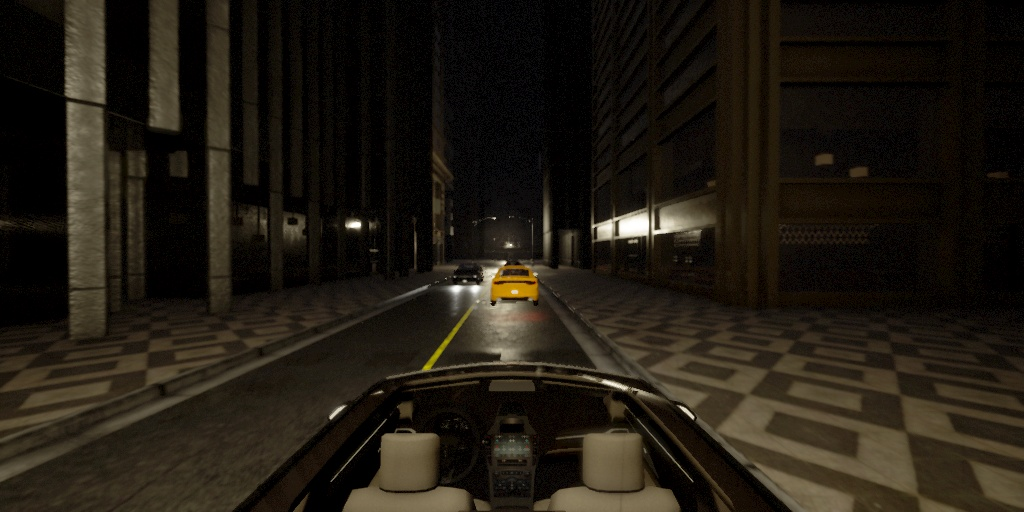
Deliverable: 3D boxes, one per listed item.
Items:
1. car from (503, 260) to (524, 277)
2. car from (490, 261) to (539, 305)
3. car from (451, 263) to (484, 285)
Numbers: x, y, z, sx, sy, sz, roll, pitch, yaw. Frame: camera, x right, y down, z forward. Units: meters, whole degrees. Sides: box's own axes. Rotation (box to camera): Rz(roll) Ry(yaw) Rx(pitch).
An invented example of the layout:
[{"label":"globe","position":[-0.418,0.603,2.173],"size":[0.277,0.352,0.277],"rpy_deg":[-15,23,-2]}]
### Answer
[{"label":"car","position":[0.107,1.145,33.783],"size":[1.812,1.442,4.674],"rpy_deg":[0,0,0]},{"label":"car","position":[0.105,1.165,15.701],"size":[1.882,1.535,5.008],"rpy_deg":[0,0,0]},{"label":"car","position":[-2.996,1.198,25.422],"size":[2.033,1.411,5.357],"rpy_deg":[0,0,0]}]
